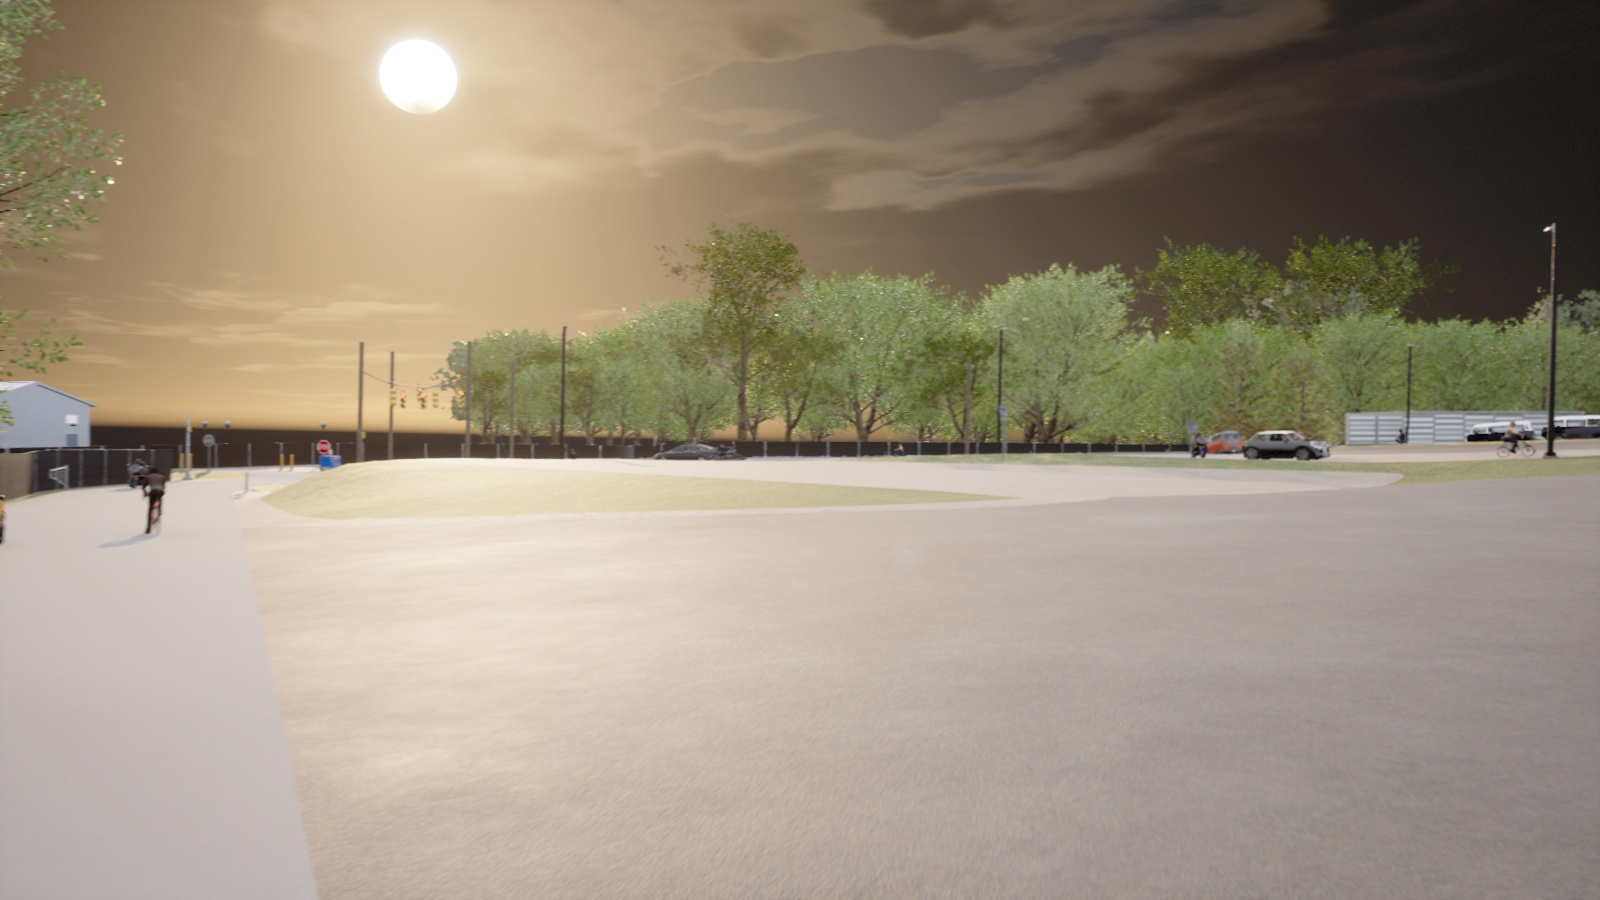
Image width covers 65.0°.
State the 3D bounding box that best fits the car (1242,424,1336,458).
[{"bbox_3d":[24.028,-0.437,61.749,3.806,1.475,1.970,-1,4,44],"label":"car"}]

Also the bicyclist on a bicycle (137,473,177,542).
[{"bbox_3d":[-15.603,1.366,30.454,0.582,1.620,1.656,2,-2,-36],"label":"bicyclist on a bicycle"}]

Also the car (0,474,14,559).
[{"bbox_3d":[-16.510,1.249,24.432,1.801,1.575,5.366,1,-1,-29],"label":"car"}]

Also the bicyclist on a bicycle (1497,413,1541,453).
[{"bbox_3d":[31.821,-0.742,55.564,1.509,1.612,0.866,-4,2,23],"label":"bicyclist on a bicycle"}]

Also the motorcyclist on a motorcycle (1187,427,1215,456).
[{"bbox_3d":[22.544,-0.467,70.631,0.866,1.530,2.191,-3,0,1],"label":"motorcyclist on a motorcycle"}]

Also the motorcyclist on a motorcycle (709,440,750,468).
[{"bbox_3d":[-4.307,0.240,77.153,2.350,1.649,0.766,-2,0,20],"label":"motorcyclist on a motorcycle"}]

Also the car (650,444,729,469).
[{"bbox_3d":[-7.367,0.418,83.713,4.892,1.490,1.837,-2,0,23],"label":"car"}]

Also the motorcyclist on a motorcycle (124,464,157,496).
[{"bbox_3d":[-33.094,1.476,63.054,0.866,1.530,2.191,1,0,-11],"label":"motorcyclist on a motorcycle"}]
